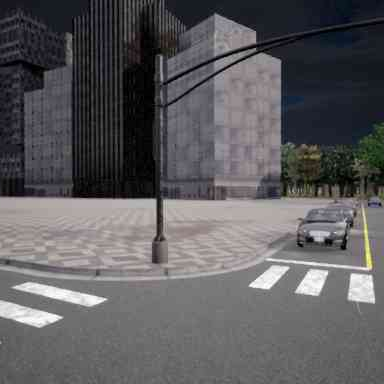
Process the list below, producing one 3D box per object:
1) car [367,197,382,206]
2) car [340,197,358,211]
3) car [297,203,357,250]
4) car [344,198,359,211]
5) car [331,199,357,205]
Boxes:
[{"bbox_3d":[28.510,1.470,52.058,2.033,1.411,5.357,0,0,25],"label":"car"},{"bbox_3d":[19.019,1.451,40.198,1.837,1.490,4.892,0,0,27],"label":"car"},{"bbox_3d":[5.799,1.474,14.427,2.128,1.511,4.902,0,0,27],"label":"car"},{"bbox_3d":[14.324,1.439,31.033,1.882,1.535,5.008,0,0,27],"label":"car"},{"bbox_3d":[9.996,1.478,22.631,1.837,1.490,4.892,0,0,27],"label":"car"}]
